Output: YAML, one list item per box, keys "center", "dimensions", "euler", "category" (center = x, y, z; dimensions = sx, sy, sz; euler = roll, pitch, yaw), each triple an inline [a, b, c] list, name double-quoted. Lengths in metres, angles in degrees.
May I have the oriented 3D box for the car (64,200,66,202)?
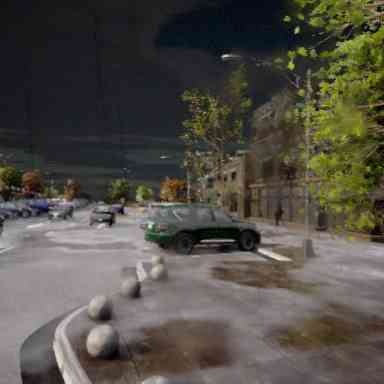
- center: [-22.626, 2.347, 51.330]
  dimensions: [4.892, 1.521, 2.231]
  euler: [1, -1, -29]
  category: "car"

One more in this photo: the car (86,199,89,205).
- center: [-26.616, 2.878, 75.179]
  dimensions: [4.892, 1.521, 2.231]
  euler: [1, -2, -29]
  category: "car"

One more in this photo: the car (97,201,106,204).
- center: [-20.779, 2.687, 76.416]
  dimensions: [1.812, 1.442, 4.674]
  euler: [1, -2, -9]
  category: "car"

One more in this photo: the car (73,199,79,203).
- center: [-24.104, 2.294, 60.301]
  dimensions: [5.566, 2.045, 2.435]
  euler: [1, -2, -29]
  category: "car"

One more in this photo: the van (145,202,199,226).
- center: [-1.793, 2.019, 29.971]
  dimensions: [4.442, 1.987, 1.878]
  euler: [3, -2, -29]
  category: "van"

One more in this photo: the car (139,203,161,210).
- center: [-9.670, 3.321, 76.591]
  dimensions: [4.674, 1.452, 2.002]
  euler: [3, -2, -29]
  category: "car"

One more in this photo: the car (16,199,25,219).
- center: [-19.627, 1.822, 33.462]
  dimensions: [4.553, 1.767, 2.185]
  euler: [1, -1, -29]
  category: "car"

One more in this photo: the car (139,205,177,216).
- center: [-4.837, 2.659, 47.392]
  dimensions: [4.792, 1.488, 2.163]
  euler: [3, -2, -29]
  category: "car"

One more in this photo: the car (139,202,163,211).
- center: [-8.665, 3.027, 70.773]
  dimensions: [4.553, 1.767, 2.185]
  euler: [3, -2, -29]
  category: "car"

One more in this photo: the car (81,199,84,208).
- center: [-25.646, 2.618, 69.209]
  dimensions: [4.553, 1.767, 2.185]
  euler: [1, -2, -29]
  category: "car"

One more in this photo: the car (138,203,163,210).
- center: [-9.179, 3.217, 73.676]
  dimensions: [4.892, 1.521, 2.231]
  euler: [3, -2, -29]
  category: "car"

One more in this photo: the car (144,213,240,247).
- center: [0.027, 2.004, 18.205]
  dimensions: [4.792, 1.488, 2.163]
  euler: [3, -2, -30]
  category: "car"

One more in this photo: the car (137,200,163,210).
- center: [-10.126, 3.096, 79.538]
  dimensions: [5.566, 2.045, 2.435]
  euler: [3, -2, -29]
  category: "car"

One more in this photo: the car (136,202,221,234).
- center: [-0.942, 1.855, 24.056]
  dimensions: [5.566, 2.045, 2.435]
  euler: [3, -2, -29]
  category: "car"

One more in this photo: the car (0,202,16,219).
- center: [-19.177, 1.881, 30.473]
  dimensions: [4.892, 1.521, 2.231]
  euler: [1, -2, -29]
  category: "car"

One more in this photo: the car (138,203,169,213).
- center: [-6.761, 2.891, 59.092]
  dimensions: [5.008, 1.535, 2.097]
  euler: [3, -2, -29]
  category: "car"

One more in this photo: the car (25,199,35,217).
- center: [-20.132, 1.889, 36.448]
  dimensions: [4.553, 1.767, 2.185]
  euler: [1, -1, -29]
  category: "car"

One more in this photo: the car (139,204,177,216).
- center: [-5.145, 2.701, 50.428]
  dimensions: [5.366, 1.575, 1.946]
  euler: [3, -2, -29]
  category: "car"

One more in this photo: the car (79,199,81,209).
- center: [-25.143, 2.552, 66.225]
  dimensions: [4.553, 1.767, 2.185]
  euler: [1, -2, -29]
  category: "car"

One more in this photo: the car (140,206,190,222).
- center: [-2.872, 2.371, 35.734]
  dimensions: [4.892, 1.521, 2.231]
  euler: [3, -2, -30]
  category: "car"

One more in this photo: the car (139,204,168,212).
- center: [-7.222, 2.987, 62.021]
  dimensions: [4.792, 1.488, 2.163]
  euler: [3, -2, -29]
  category: "car"

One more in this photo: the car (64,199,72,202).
- center: [-23.162, 2.160, 54.308]
  dimensions: [5.566, 2.045, 2.435]
  euler: [1, -1, -30]
  category: "car"

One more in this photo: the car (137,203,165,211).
- center: [-8.369, 3.075, 67.742]
  dimensions: [5.366, 1.575, 1.946]
  euler: [3, -2, -29]
  category: "car"

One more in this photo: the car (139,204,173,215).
- center: [-5.786, 2.760, 53.245]
  dimensions: [5.008, 1.535, 2.097]
  euler: [3, -2, -29]
  category: "car"

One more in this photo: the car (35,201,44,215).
- center: [-20.629, 2.111, 39.427]
  dimensions: [4.792, 1.488, 2.163]
  euler: [1, -2, -29]
  category: "car"

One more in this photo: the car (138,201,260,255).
- center: [0.553, 1.660, 15.342]
  dimensions: [5.566, 2.045, 2.435]
  euler: [3, -2, -29]
  category: "car"

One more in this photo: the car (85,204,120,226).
- center: [-7.755, 2.098, 29.165]
  dimensions: [2.128, 1.511, 4.902]
  euler: [1, -2, -9]
  category: "car"

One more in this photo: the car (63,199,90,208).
- center: [-27.122, 2.691, 78.145]
  dimensions: [5.566, 2.045, 2.435]
  euler: [1, -1, -29]
  category: "car"

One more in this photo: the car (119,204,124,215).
- center: [-11.170, 2.542, 49.671]
  dimensions: [1.882, 1.535, 5.008]
  euler: [1, -1, -9]
  category: "car"

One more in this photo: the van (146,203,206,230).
- center: [-1.308, 1.953, 27.053]
  dimensions: [4.442, 1.987, 1.878]
  euler: [3, -2, -29]
  category: "van"

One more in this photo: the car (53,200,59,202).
- center: [-21.489, 2.214, 45.469]
  dimensions: [5.366, 1.575, 1.946]
  euler: [1, -2, -29]
  category: "car"

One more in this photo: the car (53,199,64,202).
- center: [-22.112, 2.029, 48.374]
  dimensions: [5.566, 2.045, 2.435]
  euler: [1, -2, -29]
  category: "car"

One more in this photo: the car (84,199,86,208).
- center: [-26.085, 2.685, 72.216]
  dimensions: [4.553, 1.767, 2.185]
  euler: [1, -1, -30]
  category: "car"

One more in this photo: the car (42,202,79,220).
- center: [-14.005, 2.137, 35.639]
  dimensions: [2.128, 1.511, 4.902]
  euler: [1, -2, -9]
  category: "car"

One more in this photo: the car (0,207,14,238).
- center: [-10.854, 1.686, 16.169]
  dimensions: [2.128, 1.511, 4.902]
  euler: [1, -1, -9]
  category: "car"

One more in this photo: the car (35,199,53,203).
- center: [-21.176, 1.895, 42.385]
  dimensions: [5.566, 2.045, 2.435]
  euler: [1, -1, -30]
  category: "car"
